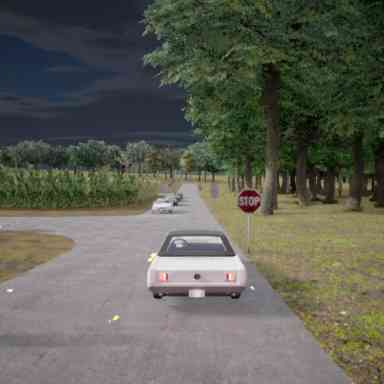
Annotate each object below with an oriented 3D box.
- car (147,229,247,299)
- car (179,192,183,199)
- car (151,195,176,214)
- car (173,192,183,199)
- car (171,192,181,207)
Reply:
[{"bbox_3d":[0.098,1.589,8.380,1.895,1.301,4.718,0,0,0],"label":"car"},{"bbox_3d":[-2.834,0.930,56.088,1.994,1.385,4.181,0,1,0],"label":"car"},{"bbox_3d":[-2.854,1.355,32.896,1.812,1.442,4.674,0,1,0],"label":"car"},{"bbox_3d":[-2.781,0.664,68.374,1.895,1.301,4.718,0,1,0],"label":"car"},{"bbox_3d":[-2.855,1.154,44.768,1.812,1.442,4.674,0,1,0],"label":"car"}]
